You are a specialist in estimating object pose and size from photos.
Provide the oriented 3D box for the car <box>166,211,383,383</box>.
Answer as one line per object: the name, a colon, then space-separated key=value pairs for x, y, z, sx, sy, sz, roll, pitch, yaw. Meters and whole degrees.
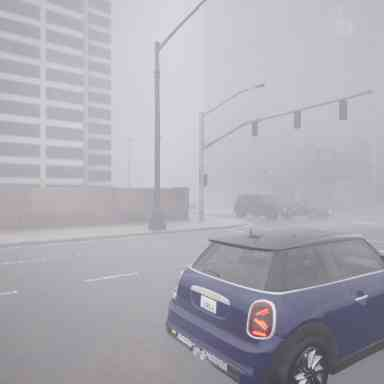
car: x=1.937 y=1.352 z=5.170 sx=4.553 sy=1.767 sz=2.097 roll=0 pitch=0 yaw=-35

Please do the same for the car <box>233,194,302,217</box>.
car: x=5.839 y=1.221 z=27.475 sx=2.150 sy=2.045 sz=5.566 roll=0 pitch=0 yaw=-36

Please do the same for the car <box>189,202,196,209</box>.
car: x=-1.493 y=1.601 z=43.695 sx=1.895 sy=1.301 sz=4.718 roll=0 pitch=0 yaw=-36

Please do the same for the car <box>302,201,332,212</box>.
car: x=9.525 y=1.492 z=28.339 sx=2.128 sy=1.511 sz=4.902 roll=0 pitch=0 yaw=-36
